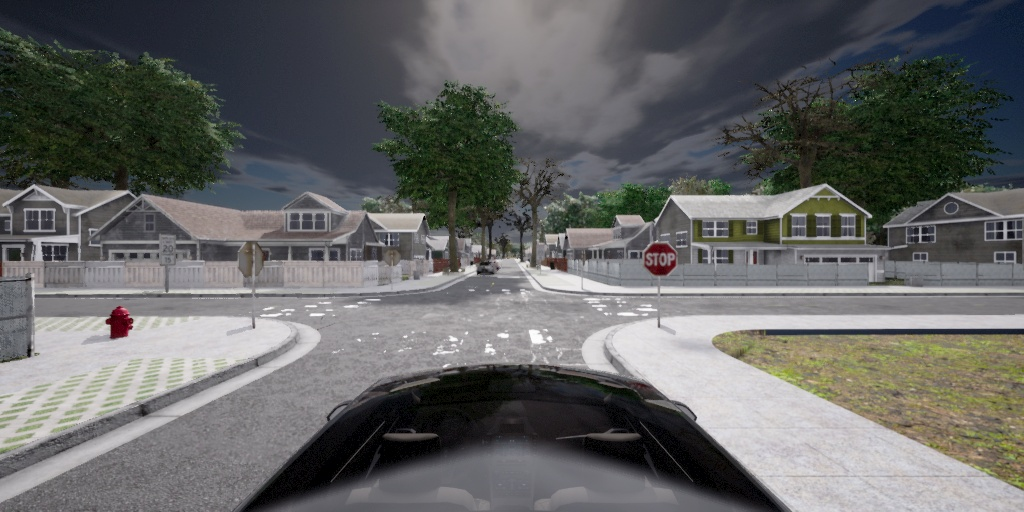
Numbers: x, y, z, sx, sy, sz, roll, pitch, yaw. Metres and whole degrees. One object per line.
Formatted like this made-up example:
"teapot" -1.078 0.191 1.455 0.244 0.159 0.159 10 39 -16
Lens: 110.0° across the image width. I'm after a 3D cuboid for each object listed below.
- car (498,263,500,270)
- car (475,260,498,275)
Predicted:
"car" -2.739 1.277 49.078 1.812 1.442 4.674 0 0 0
"car" -2.742 1.295 38.393 1.837 1.490 4.892 0 0 0
